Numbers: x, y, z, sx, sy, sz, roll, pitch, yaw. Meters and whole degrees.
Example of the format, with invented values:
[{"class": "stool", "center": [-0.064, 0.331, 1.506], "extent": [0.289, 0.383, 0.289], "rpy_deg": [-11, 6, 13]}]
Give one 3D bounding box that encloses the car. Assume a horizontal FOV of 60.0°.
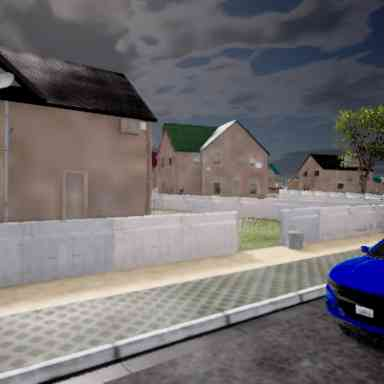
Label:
[{"class": "car", "center": [4.564, 1.475, 6.314], "extent": [5.008, 1.535, 1.882], "rpy_deg": [0, 0, -35]}]
